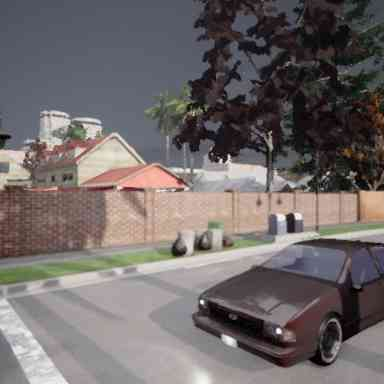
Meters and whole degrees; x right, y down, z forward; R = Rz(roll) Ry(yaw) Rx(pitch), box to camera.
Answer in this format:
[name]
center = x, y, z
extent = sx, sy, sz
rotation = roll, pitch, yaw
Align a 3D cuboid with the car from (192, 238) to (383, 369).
[car]
center = 2.570, 1.599, 6.099
extent = 5.357, 1.411, 2.033
rotation = 0, -1, -39
